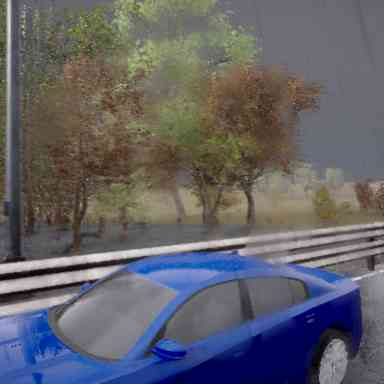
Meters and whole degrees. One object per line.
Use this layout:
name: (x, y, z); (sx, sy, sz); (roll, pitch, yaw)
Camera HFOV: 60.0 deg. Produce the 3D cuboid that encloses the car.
car: (-0.153, 1.477, 3.578); (5.008, 1.535, 1.882); (0, 0, -36)
